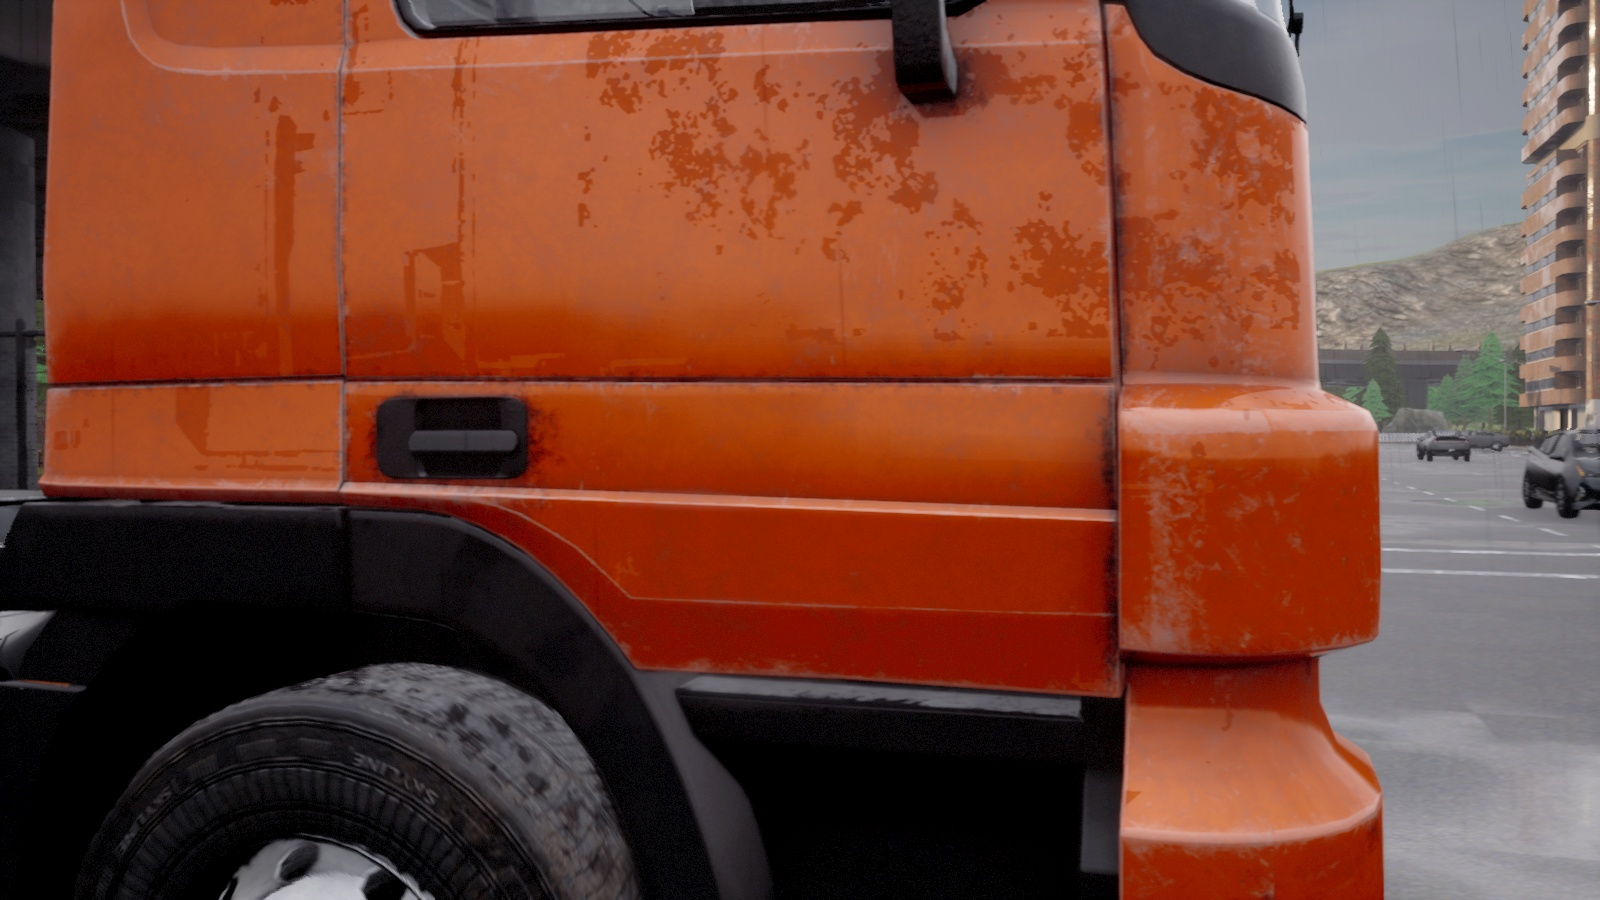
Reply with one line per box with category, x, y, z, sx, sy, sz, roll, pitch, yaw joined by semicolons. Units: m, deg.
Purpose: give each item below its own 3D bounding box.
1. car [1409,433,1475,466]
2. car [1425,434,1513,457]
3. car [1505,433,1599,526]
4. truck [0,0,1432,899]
car;30.796;-0.044;60.358;2.128;1.511;4.902;1;1;19
car;46.088;-0.333;86.619;4.902;1.511;2.128;1;1;5
car;14.341;0.459;22.670;2.007;1.525;4.514;1;1;19
truck;-2.584;-0.216;4.084;7.936;3.462;2.891;0;1;18
